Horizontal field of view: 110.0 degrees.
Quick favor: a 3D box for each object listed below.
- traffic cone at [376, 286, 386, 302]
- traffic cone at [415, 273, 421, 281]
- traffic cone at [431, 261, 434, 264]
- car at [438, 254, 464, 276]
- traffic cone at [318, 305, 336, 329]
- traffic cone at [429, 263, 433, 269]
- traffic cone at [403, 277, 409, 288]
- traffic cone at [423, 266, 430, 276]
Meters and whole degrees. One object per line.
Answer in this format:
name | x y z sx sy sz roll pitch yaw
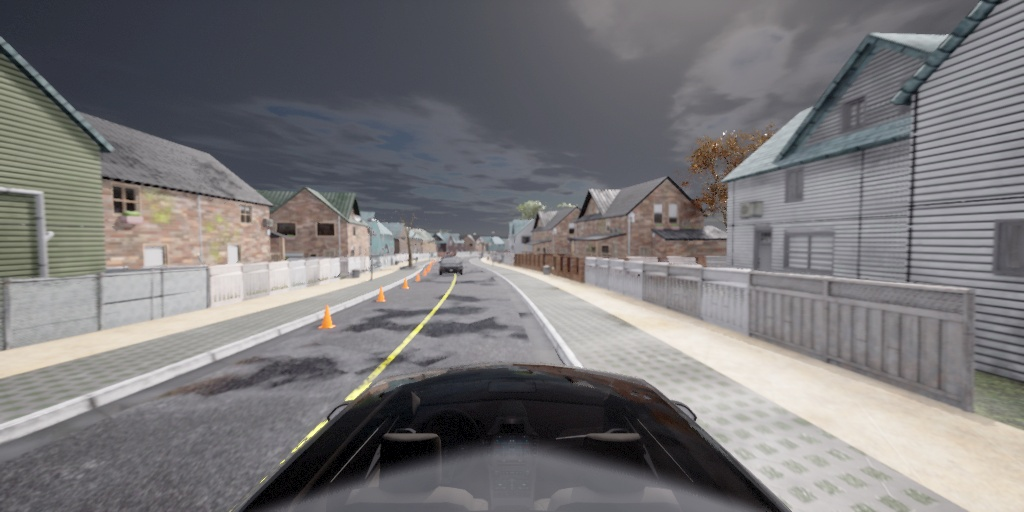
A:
traffic cone | -5.276 1.523 14.466 0.340 0.580 0.340 0 0 -5
traffic cone | -6.362 1.372 24.287 0.340 0.580 0.340 0 0 -8
traffic cone | -8.889 1.158 38.889 0.340 0.580 0.340 0 0 -12
car | -5.076 0.790 30.016 1.882 1.535 5.008 -1 1 -9
traffic cone | -4.914 1.601 9.539 0.340 0.580 0.340 0 0 -4
traffic cone | -7.927 1.228 34.043 0.340 0.580 0.340 0 0 -11
traffic cone | -5.758 1.447 19.383 0.340 0.580 0.340 0 0 -6
traffic cone | -7.084 1.299 29.175 0.340 0.580 0.340 0 0 -9
